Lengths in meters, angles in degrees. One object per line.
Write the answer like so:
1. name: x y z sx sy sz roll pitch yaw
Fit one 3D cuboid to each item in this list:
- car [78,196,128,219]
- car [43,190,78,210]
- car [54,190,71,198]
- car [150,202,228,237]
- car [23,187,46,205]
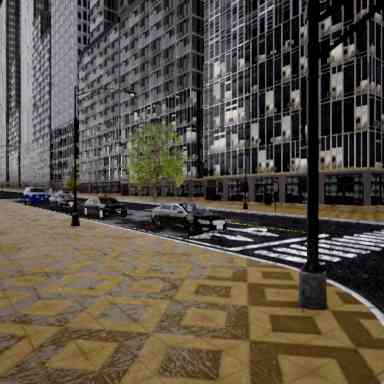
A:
1. car: -6.475 1.090 24.671 1.837 1.490 4.892 0 1 -38
2. car: -12.429 0.900 32.273 2.128 1.511 4.902 0 1 -38
3. car: -25.298 0.306 64.874 1.812 1.442 4.674 0 1 -38
4. car: -0.268 1.261 16.776 2.128 1.511 4.902 0 1 -38
5. car: -19.156 0.428 40.952 2.150 2.045 5.566 0 1 -38
